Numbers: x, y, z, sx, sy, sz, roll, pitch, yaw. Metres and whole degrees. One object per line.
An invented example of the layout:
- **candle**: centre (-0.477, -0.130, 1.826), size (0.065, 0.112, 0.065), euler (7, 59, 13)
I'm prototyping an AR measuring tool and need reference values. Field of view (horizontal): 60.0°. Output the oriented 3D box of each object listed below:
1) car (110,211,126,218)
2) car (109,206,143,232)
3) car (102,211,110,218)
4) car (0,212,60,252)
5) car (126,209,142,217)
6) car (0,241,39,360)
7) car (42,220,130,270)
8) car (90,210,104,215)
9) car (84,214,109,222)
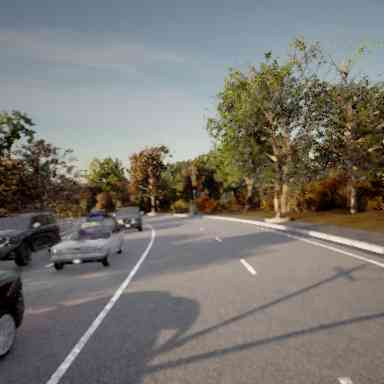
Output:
- **car**: centre (-17.689, 5.307, 79.172), size (1.895, 1.301, 4.718), euler (-5, -2, -35)
- **car**: centre (-5.248, 2.263, 27.798), size (2.150, 2.045, 5.566), euler (-4, -1, -8)
- **car**: centre (-16.961, 4.999, 71.460), size (2.033, 1.411, 5.357), euler (-5, -2, -33)
- **car**: centre (-7.478, 1.947, 14.413), size (2.150, 2.045, 5.566), euler (-4, -2, -3)
- **car**: centre (-12.348, 4.519, 70.404), size (1.812, 1.442, 4.674), euler (-5, -2, -30)
- **car**: centre (-3.722, 1.731, 3.497), size (1.882, 1.535, 5.008), euler (-4, 0, 0)
- **car**: centre (-3.891, 2.043, 13.121), size (1.895, 1.301, 4.718), euler (-4, -2, -3)
- **car**: centre (-22.804, 5.474, 80.388), size (2.150, 2.045, 5.566), euler (-5, -2, -38)
- **car**: centre (-9.515, 3.141, 32.373), size (1.895, 1.301, 4.718), euler (-4, -2, -11)
